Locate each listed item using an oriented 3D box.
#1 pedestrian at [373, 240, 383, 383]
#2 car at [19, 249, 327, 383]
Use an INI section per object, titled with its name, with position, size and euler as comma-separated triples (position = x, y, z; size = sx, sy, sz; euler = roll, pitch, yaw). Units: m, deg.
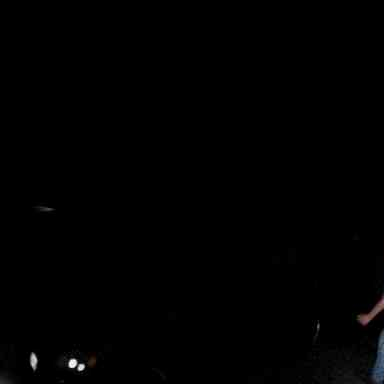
[pedestrian]
position = 2.199, 1.294, 3.466
size = 0.375, 1.860, 0.375
euler = 0, 0, -36
[car]
position = -0.020, 1.564, 4.611
size = 4.181, 1.385, 1.994
euler = 0, 0, -36
